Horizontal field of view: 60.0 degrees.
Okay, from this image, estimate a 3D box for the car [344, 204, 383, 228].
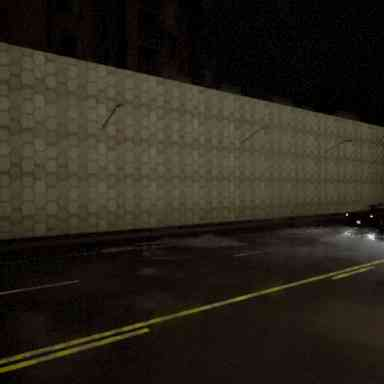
[{"bbox_3d":[11.597,1.443,20.859,4.718,1.301,1.895,-1,0,-35],"label":"car"}]
